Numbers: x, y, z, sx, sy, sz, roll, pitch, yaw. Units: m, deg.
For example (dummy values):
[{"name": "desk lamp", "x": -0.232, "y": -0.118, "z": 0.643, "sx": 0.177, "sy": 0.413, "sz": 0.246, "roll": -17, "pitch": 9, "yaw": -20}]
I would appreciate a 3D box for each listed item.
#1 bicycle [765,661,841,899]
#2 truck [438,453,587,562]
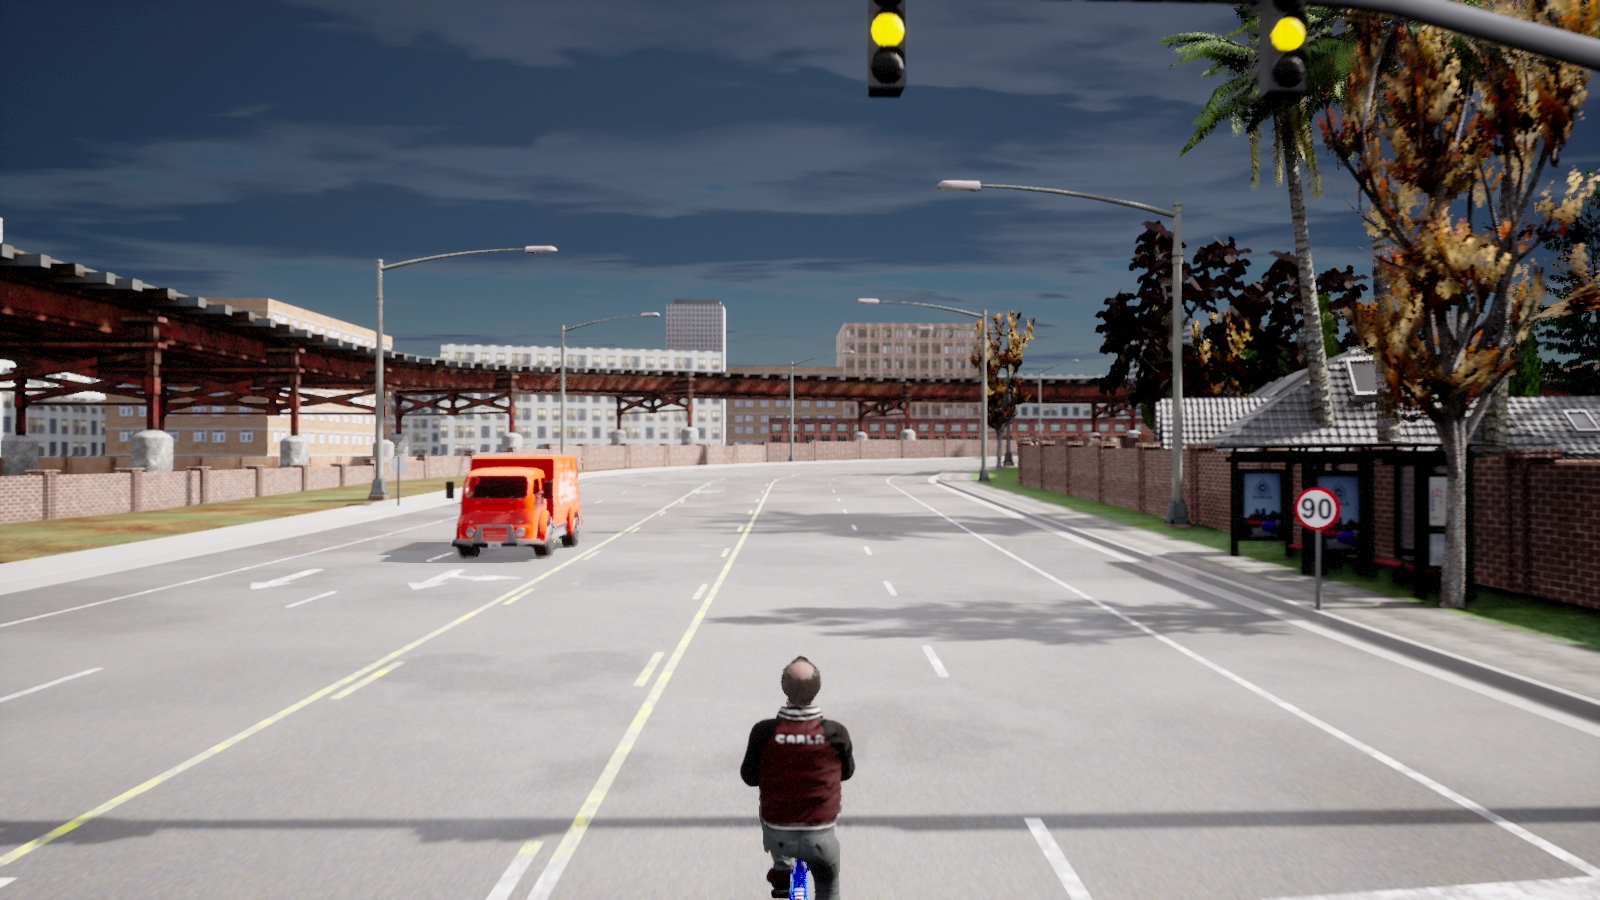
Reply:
[{"name": "bicycle", "x": 0.015, "y": 2.009, "z": 5.886, "sx": 0.329, "sy": 1.496, "sz": 1.835, "roll": 0, "pitch": 0, "yaw": 0}, {"name": "truck", "x": -7.137, "y": 1.335, "z": 29.055, "sx": 2.627, "sy": 2.467, "sz": 5.204, "roll": 0, "pitch": 0, "yaw": -2}]
